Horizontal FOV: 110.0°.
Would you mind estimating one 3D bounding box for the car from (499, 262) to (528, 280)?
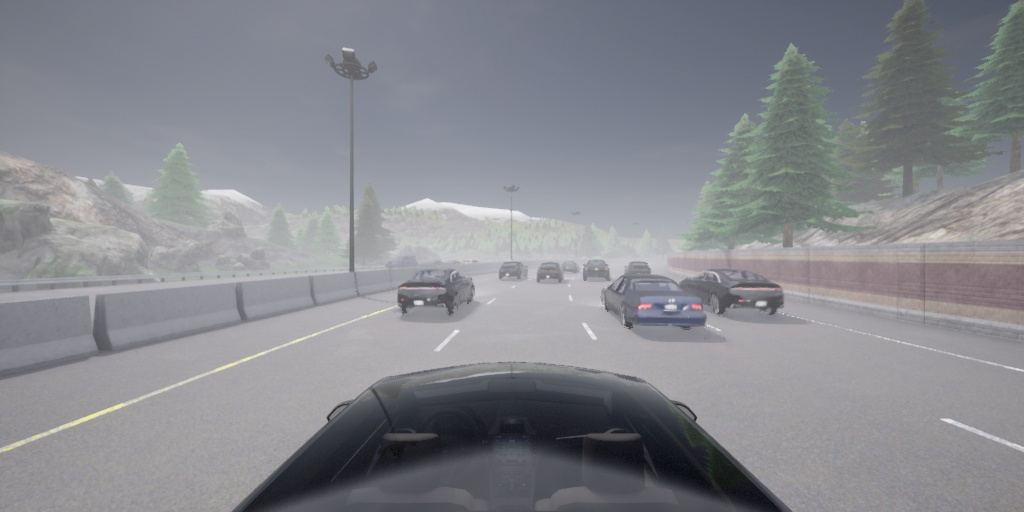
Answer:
[{"bbox_3d":[0.193,1.236,31.414,1.837,1.490,4.892,0,0,13],"label":"car"}]

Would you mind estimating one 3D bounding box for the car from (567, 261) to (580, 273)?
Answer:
[{"bbox_3d":[6.860,1.288,42.396,1.994,1.385,4.181,0,0,17],"label":"car"}]

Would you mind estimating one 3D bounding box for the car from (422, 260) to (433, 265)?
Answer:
[{"bbox_3d":[-11.735,1.265,53.668,2.033,1.411,5.357,0,0,20],"label":"car"}]

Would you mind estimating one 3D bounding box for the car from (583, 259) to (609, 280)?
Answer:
[{"bbox_3d":[7.248,1.084,30.842,2.097,1.767,4.553,0,0,13],"label":"car"}]

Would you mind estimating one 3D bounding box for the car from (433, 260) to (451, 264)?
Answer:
[{"bbox_3d":[-8.718,1.266,51.702,2.033,1.411,5.357,0,0,20],"label":"car"}]

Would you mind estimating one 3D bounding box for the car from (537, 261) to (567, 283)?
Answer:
[{"bbox_3d":[3.101,1.238,28.305,1.837,1.490,4.892,0,0,12],"label":"car"}]

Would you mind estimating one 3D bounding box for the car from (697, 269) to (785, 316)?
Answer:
[{"bbox_3d":[7.834,1.234,13.345,2.128,1.511,4.902,0,0,5],"label":"car"}]

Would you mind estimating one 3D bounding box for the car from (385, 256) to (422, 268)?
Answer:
[{"bbox_3d":[-15.983,0.941,52.085,2.150,2.045,5.566,0,0,19],"label":"car"}]

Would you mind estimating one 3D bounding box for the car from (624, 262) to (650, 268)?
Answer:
[{"bbox_3d":[10.909,1.236,31.178,1.837,1.490,4.892,0,0,13],"label":"car"}]

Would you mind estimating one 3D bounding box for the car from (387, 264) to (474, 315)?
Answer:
[{"bbox_3d":[-2.679,1.234,13.573,2.128,1.511,4.902,0,0,5],"label":"car"}]

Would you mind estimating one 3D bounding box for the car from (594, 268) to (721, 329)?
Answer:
[{"bbox_3d":[4.091,1.291,11.232,2.033,1.411,5.357,0,0,5],"label":"car"}]

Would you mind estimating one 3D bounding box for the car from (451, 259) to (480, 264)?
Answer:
[{"bbox_3d":[-5.951,1.198,48.973,1.882,1.535,5.008,0,0,19],"label":"car"}]
